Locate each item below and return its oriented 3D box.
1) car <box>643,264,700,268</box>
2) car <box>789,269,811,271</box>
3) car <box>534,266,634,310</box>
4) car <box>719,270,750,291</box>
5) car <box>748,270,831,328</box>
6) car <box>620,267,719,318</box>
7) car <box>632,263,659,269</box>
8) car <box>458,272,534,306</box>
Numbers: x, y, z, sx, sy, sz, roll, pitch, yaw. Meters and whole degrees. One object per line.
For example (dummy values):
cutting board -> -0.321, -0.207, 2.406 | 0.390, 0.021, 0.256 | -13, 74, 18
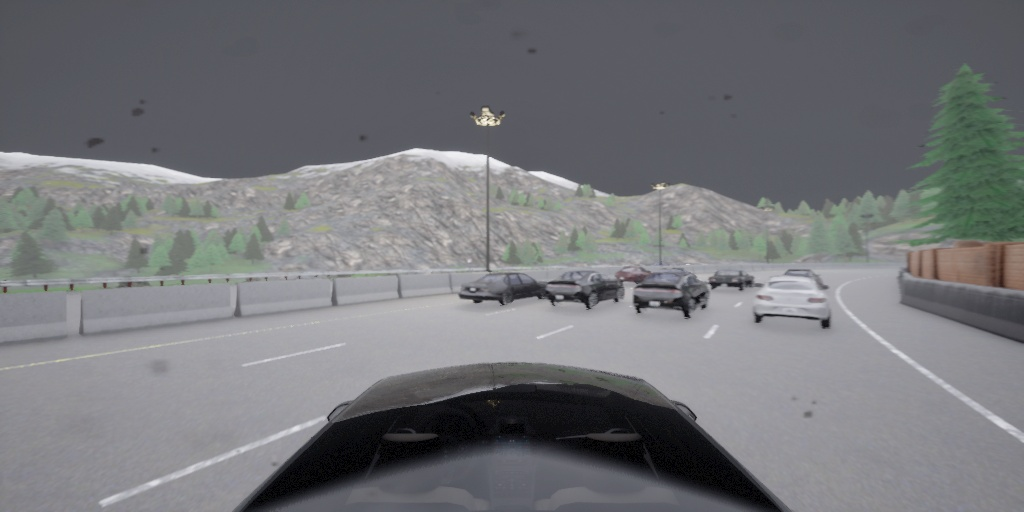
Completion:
car -> 11.688, 1.532, 25.896 | 2.033, 1.411, 5.357 | -1, -1, 43
car -> 17.645, 1.495, 21.994 | 1.994, 1.385, 4.181 | -1, -1, 43
car -> 3.318, 1.386, 15.698 | 2.128, 1.511, 4.902 | -1, -1, 38
car -> 14.808, 1.560, 24.098 | 1.895, 1.301, 4.718 | -1, -1, 43
car -> 9.204, 1.365, 11.864 | 1.812, 1.442, 4.674 | -1, -1, 38
car -> 6.139, 1.358, 13.626 | 2.128, 1.511, 4.902 | -1, -1, 38
car -> 10.018, 1.549, 29.209 | 1.812, 1.442, 4.674 | -1, -1, 43
car -> -0.119, 1.462, 16.994 | 2.033, 1.411, 5.357 | -1, -1, 37
